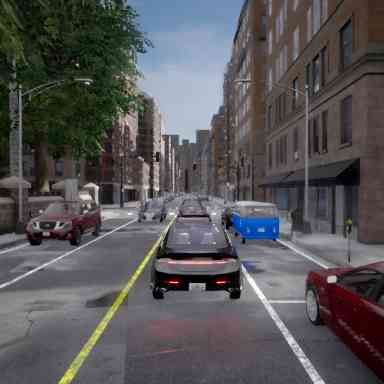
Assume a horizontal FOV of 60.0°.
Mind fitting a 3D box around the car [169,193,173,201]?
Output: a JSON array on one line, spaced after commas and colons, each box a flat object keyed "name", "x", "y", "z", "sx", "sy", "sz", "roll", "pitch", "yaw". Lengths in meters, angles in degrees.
[{"name": "car", "x": -5.702, "y": 1.493, "z": 70.055, "sx": 1.887, "sy": 1.381, "sz": 4.507, "roll": 0, "pitch": 0, "yaw": 0}]

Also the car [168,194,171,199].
[{"name": "car", "x": -5.699, "y": 1.502, "z": 64.604, "sx": 2.008, "sy": 1.369, "sz": 4.403, "roll": 0, "pitch": 0, "yaw": 0}]

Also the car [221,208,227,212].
[{"name": "car", "x": 2.846, "y": 1.557, "z": 21.169, "sx": 1.947, "sy": 1.339, "sz": 4.313, "roll": 0, "pitch": 0, "yaw": 0}]

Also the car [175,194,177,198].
[{"name": "car", "x": -5.709, "y": 1.496, "z": 86.408, "sx": 2.008, "sy": 1.369, "sz": 4.403, "roll": 0, "pitch": 0, "yaw": 0}]

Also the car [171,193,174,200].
[{"name": "car", "x": -5.704, "y": 1.491, "z": 75.506, "sx": 1.887, "sy": 1.381, "sz": 4.507, "roll": 0, "pitch": 0, "yaw": 0}]

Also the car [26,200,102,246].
[{"name": "car", "x": -5.677, "y": 1.310, "z": 15.465, "sx": 2.192, "sy": 1.841, "sz": 5.009, "roll": 0, "pitch": 0, "yaw": 0}]

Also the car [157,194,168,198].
[{"name": "car", "x": -5.697, "y": 1.480, "z": 58.984, "sx": 1.752, "sy": 1.417, "sz": 4.829, "roll": 0, "pitch": 0, "yaw": 0}]

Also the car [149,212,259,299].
[{"name": "car", "x": 0.096, "y": 1.490, "z": 8.409, "sx": 2.128, "sy": 1.511, "sz": 4.902, "roll": 0, "pitch": 0, "yaw": 0}]

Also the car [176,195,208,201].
[{"name": "car", "x": -0.014, "y": 1.338, "z": 27.526, "sx": 2.097, "sy": 1.767, "sz": 4.553, "roll": 0, "pitch": 0, "yaw": 0}]

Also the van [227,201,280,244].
[{"name": "van", "x": 2.848, "y": 1.336, "z": 15.509, "sx": 1.690, "sy": 1.788, "sz": 3.998, "roll": 0, "pitch": 0, "yaw": 0}]

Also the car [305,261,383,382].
[{"name": "car", "x": 2.853, "y": 1.544, "z": 4.188, "sx": 1.887, "sy": 1.381, "sz": 4.507, "roll": 0, "pitch": 0, "yaw": 0}]

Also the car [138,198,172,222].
[{"name": "car", "x": -3.013, "y": 1.515, "z": 25.965, "sx": 2.128, "sy": 1.511, "sz": 4.902, "roll": 0, "pitch": 0, "yaw": 0}]

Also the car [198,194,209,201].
[{"name": "car", "x": 2.820, "y": 1.387, "z": 75.546, "sx": 1.967, "sy": 1.590, "sz": 4.097, "roll": 0, "pitch": 0, "yaw": 0}]

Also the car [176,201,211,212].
[{"name": "car", "x": 0.090, "y": 1.485, "z": 18.348, "sx": 2.128, "sy": 1.511, "sz": 4.902, "roll": 0, "pitch": 0, "yaw": 0}]
